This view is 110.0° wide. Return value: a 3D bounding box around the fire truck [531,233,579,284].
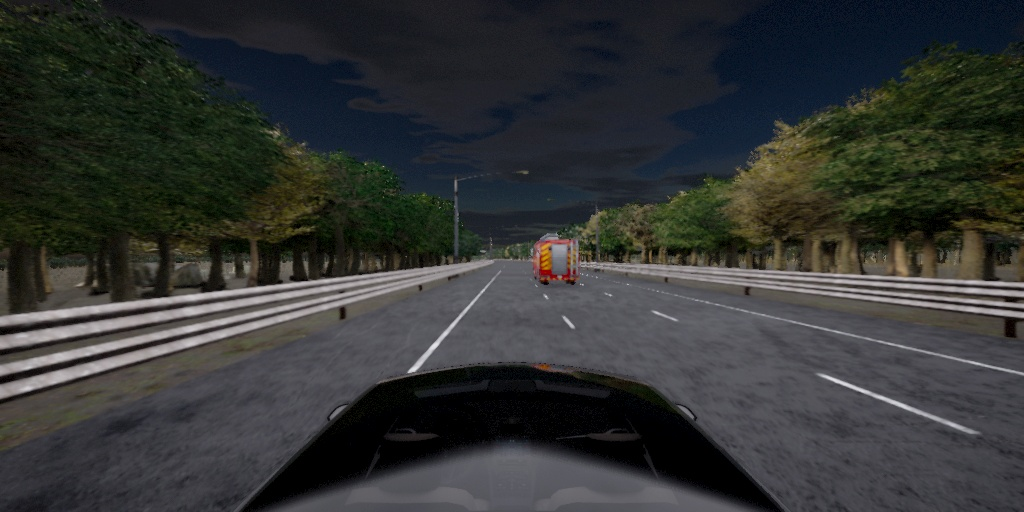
[{"bbox_3d":[3.471,0.263,30.346,2.891,3.827,8.468,0,0,0],"label":"fire truck"}]
